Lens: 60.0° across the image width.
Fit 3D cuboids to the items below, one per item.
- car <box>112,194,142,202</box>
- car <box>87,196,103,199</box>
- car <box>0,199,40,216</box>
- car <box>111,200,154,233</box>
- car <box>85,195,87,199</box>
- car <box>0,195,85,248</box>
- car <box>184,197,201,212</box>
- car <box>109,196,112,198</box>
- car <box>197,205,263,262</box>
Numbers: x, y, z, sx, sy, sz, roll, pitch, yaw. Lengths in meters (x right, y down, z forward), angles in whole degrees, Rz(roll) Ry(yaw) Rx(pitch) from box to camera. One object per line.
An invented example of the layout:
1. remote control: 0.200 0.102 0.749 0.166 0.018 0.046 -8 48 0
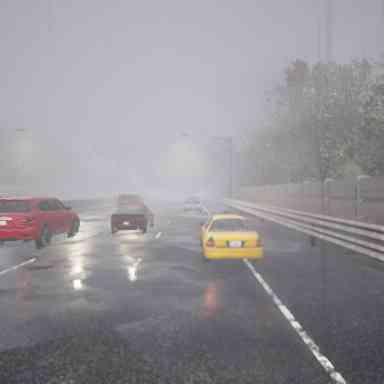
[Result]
1. car: -6.869 1.221 37.063 2.150 2.045 5.566 0 0 0
2. car: -20.936 1.510 73.312 1.882 1.535 5.008 0 0 0
3. car: -17.567 1.503 33.950 1.837 1.490 4.892 0 0 0
4. car: -3.382 1.475 19.591 1.882 1.535 5.008 0 0 0
5. car: -24.436 1.387 73.346 2.097 1.767 4.553 0 0 0
6. car: -6.890 1.218 14.841 2.150 2.045 5.566 0 0 0
7. car: 0.095 1.600 37.965 1.895 1.301 4.718 0 0 0
8. car: -17.434 1.556 74.976 2.128 1.511 4.902 0 0 0
9. car: 1.235 1.452 12.007 1.801 1.575 5.366 0 0 0
